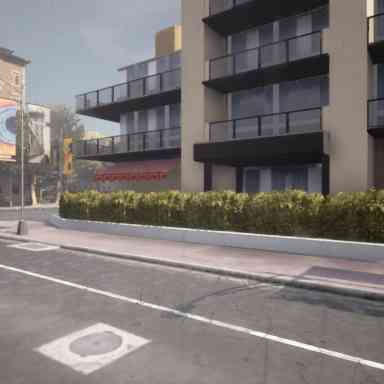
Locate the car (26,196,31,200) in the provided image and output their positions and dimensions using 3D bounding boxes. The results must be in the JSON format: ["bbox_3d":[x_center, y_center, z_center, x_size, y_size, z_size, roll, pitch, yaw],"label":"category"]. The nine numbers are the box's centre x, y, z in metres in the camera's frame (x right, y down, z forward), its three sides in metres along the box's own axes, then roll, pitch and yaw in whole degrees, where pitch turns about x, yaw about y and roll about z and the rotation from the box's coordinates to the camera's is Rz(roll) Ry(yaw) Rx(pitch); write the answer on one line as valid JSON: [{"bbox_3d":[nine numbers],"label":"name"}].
[{"bbox_3d":[-36.656,1.481,72.068,4.892,1.521,2.231,0,0,35],"label":"car"}]
